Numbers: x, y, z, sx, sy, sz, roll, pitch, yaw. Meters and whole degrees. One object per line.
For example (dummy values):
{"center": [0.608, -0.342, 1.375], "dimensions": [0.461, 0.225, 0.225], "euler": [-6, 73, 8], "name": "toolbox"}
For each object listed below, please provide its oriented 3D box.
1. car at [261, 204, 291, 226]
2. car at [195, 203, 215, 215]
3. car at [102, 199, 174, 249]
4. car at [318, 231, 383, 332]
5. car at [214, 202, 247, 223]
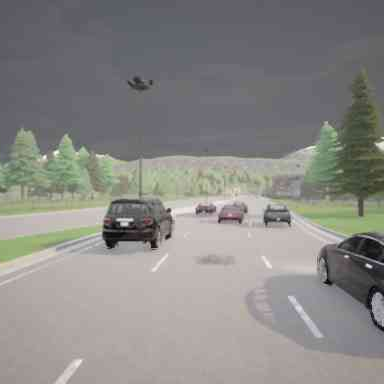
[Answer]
{"center": [6.331, 1.671, 25.053], "dimensions": [2.128, 1.511, 4.902], "euler": [0, 0, 10], "name": "car"}
{"center": [1.695, 1.862, 38.075], "dimensions": [1.895, 1.301, 4.718], "euler": [0, 0, 11], "name": "car"}
{"center": [-2.262, 1.322, 15.212], "dimensions": [2.150, 2.045, 5.566], "euler": [0, 0, 6], "name": "car"}
{"center": [4.084, 1.557, 6.810], "dimensions": [1.837, 1.490, 4.892], "euler": [0, 0, 4], "name": "car"}
{"center": [3.297, 1.758, 27.781], "dimensions": [1.994, 1.385, 4.181], "euler": [0, 0, 10], "name": "car"}
